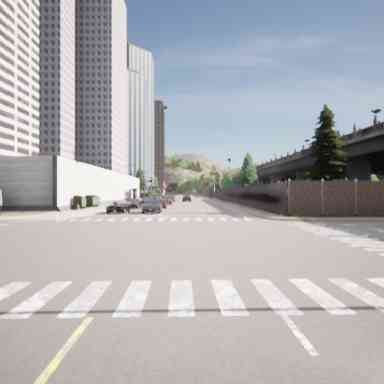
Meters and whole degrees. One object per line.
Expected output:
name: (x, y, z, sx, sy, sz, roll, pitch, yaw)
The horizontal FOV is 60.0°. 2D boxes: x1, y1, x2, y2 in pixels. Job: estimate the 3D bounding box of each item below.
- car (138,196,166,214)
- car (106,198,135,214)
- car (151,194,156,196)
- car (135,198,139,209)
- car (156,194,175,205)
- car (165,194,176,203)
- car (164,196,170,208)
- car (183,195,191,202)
car: (-4.141, 1.497, 35.034, 1.837, 1.490, 4.892, 0, 0, -1)
car: (-7.641, 1.593, 34.969, 1.895, 1.301, 4.718, 0, 0, -1)
car: (-7.969, 1.535, 58.542, 2.033, 1.411, 5.357, 0, 0, 0)
car: (-7.795, 1.538, 44.510, 2.033, 1.411, 5.357, 0, 0, -1)
car: (-4.468, 1.340, 57.191, 2.097, 1.767, 4.553, 0, 0, -1)
car: (-4.624, 1.314, 70.791, 2.097, 1.767, 4.553, 0, 0, -1)
car: (-4.291, 1.592, 44.295, 1.895, 1.301, 4.718, 0, 0, -1)
car: (-1.230, 1.484, 77.425, 1.837, 1.490, 4.892, 0, 0, -1)
